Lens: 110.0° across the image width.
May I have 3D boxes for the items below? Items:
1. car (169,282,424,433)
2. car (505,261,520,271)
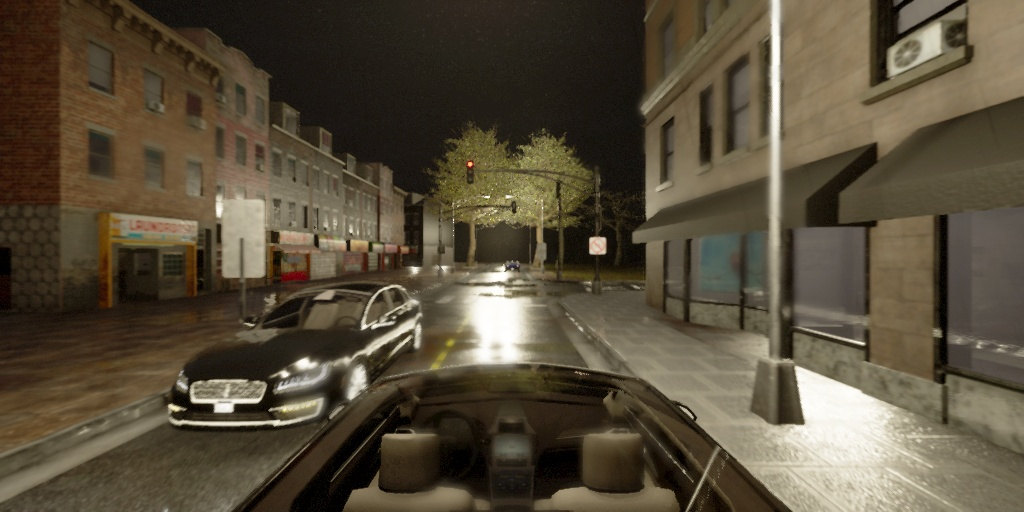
[{"bbox_3d":[-2.817,1.239,5.952,1.837,1.490,4.892,0,0,0],"label":"car"},{"bbox_3d":[0.080,1.243,44.959,1.895,1.301,4.718,0,0,0],"label":"car"}]
